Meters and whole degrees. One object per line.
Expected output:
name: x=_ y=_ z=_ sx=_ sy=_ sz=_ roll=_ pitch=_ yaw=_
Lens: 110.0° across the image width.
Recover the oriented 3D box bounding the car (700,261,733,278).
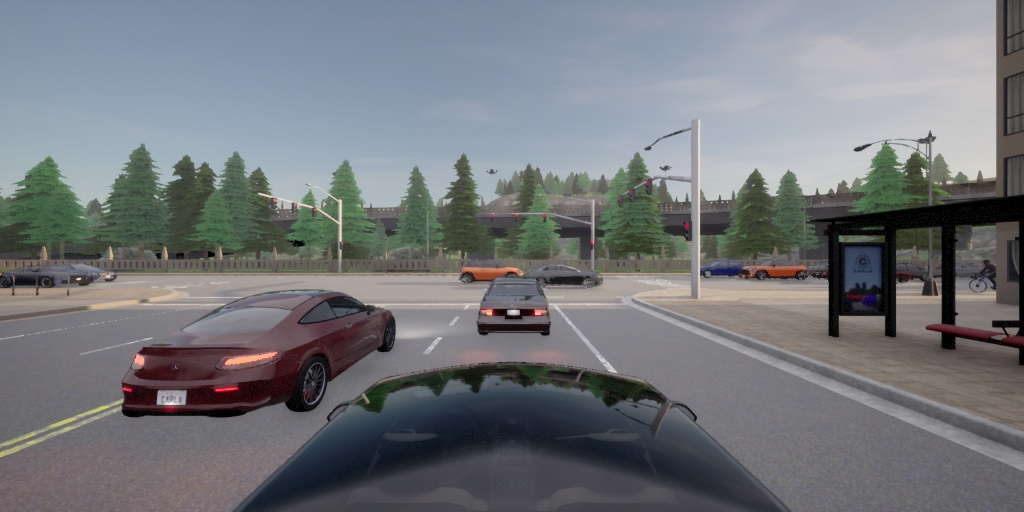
car: x=18.908 y=1.172 z=32.505 sx=5.008 sy=1.535 sz=1.882 roll=0 pitch=0 yaw=1

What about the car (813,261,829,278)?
car: x=28.289 y=1.186 z=32.123 sx=4.902 sy=1.511 sz=2.128 roll=0 pitch=0 yaw=4

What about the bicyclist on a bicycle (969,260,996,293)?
bicyclist on a bicycle: x=22.756 y=0.995 z=17.037 sx=0.582 sy=1.620 sz=1.656 roll=0 pitch=0 yaw=1

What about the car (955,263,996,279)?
car: x=38.077 y=1.258 z=30.440 sx=4.181 sy=1.385 sz=1.994 roll=0 pitch=0 yaw=17

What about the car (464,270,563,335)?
car: x=0.088 y=1.297 z=10.443 sx=2.033 sy=1.411 sz=5.357 roll=0 pitch=0 yaw=1

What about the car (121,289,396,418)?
car: x=-3.447 y=1.276 z=5.949 sx=1.812 sy=1.442 sz=4.674 roll=0 pitch=0 yaw=0

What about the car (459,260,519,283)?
car: x=-1.451 y=1.072 z=25.600 sx=4.553 sy=1.767 sz=2.097 roll=0 pitch=0 yaw=1

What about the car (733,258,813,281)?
car: x=20.954 y=1.046 z=28.951 sx=4.553 sy=1.767 sz=2.097 roll=0 pitch=0 yaw=2

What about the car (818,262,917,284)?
car: x=24.910 y=1.295 z=25.260 sx=4.718 sy=1.301 sz=1.895 roll=0 pitch=0 yaw=2

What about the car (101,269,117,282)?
car: x=-31.565 y=1.220 z=25.947 sx=4.674 sy=1.442 sz=1.812 roll=0 pitch=0 yaw=0

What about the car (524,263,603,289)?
car: x=3.067 y=1.213 z=22.041 sx=4.902 sy=1.511 sz=2.128 roll=0 pitch=1 yaw=1

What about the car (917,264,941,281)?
car: x=30.557 y=1.242 z=28.511 sx=5.357 sy=1.411 sz=2.033 roll=0 pitch=0 yaw=6

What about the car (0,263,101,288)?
car: x=-29.039 y=1.258 z=22.404 sx=4.181 sy=1.385 sz=1.994 roll=0 pitch=0 yaw=1
